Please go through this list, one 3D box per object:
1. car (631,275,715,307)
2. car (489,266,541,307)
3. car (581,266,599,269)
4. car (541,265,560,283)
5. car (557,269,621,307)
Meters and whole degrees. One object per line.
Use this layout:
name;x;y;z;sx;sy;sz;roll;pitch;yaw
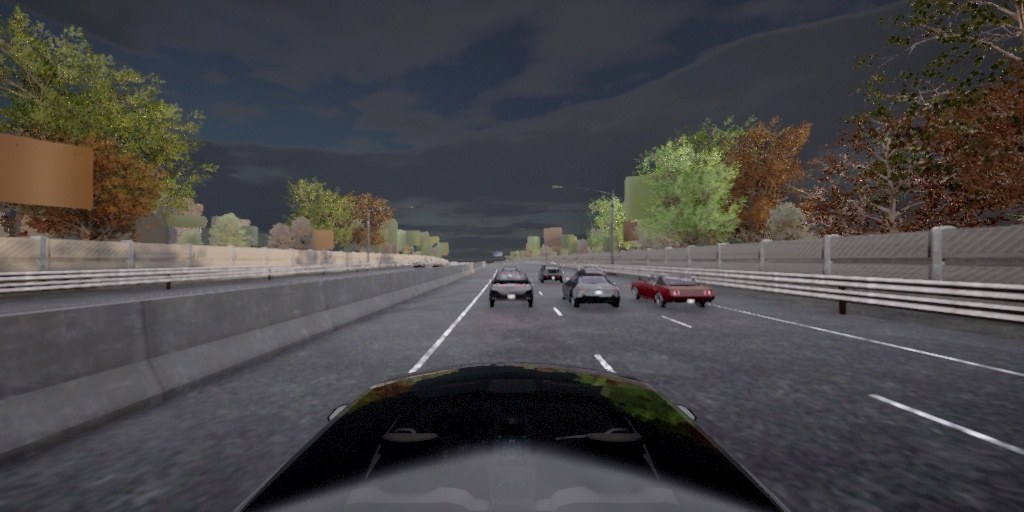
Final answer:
car;6.971;1.489;16.201;1.895;1.301;4.718;0;-1;0
car;-0.028;1.382;16.349;2.128;1.511;4.902;0;0;0
car;6.812;1.599;31.507;1.994;1.385;4.181;0;0;-1
car;3.313;1.542;31.442;1.837;1.490;4.892;0;0;-1
car;3.471;1.454;16.370;1.994;1.385;4.181;0;0;0
